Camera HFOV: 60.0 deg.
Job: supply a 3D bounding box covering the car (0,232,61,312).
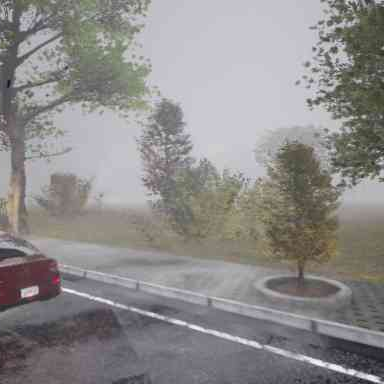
[{"bbox_3d":[-4.664,1.581,7.147,4.674,1.442,1.812,0,0,37],"label":"car"}]
